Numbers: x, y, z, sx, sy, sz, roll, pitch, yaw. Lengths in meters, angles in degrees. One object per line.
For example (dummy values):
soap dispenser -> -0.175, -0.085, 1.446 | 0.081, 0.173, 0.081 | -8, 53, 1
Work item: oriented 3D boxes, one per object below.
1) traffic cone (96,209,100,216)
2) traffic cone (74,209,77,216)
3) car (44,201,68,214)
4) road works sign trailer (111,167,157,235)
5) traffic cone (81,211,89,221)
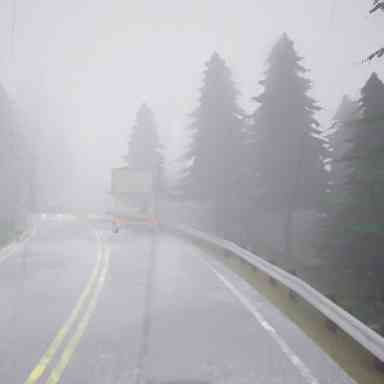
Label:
traffic cone -> -8.701, 1.913, 30.861 | 0.340, 0.580, 0.340 | 2, -1, -26
traffic cone -> -9.593, 1.849, 28.184 | 0.340, 0.580, 0.340 | 2, -1, -26
car -> -15.346, 1.698, 37.605 | 1.882, 1.535, 5.008 | 0, -4, -12
road works sign trailer -> -3.438, 0.447, 18.913 | 2.380, 3.560, 2.880 | 1, 0, -26
traffic cone -> -7.810, 1.867, 24.602 | 0.340, 0.580, 0.340 | 2, -1, -26
